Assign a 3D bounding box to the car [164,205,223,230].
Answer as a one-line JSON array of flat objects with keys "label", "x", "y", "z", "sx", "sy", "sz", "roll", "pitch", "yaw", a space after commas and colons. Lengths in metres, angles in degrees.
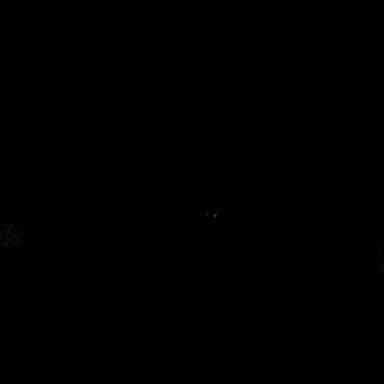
[{"label": "car", "x": 0.038, "y": 1.728, "z": 24.628, "sx": 4.553, "sy": 1.767, "sz": 2.097, "roll": -1, "pitch": -1, "yaw": 42}]
